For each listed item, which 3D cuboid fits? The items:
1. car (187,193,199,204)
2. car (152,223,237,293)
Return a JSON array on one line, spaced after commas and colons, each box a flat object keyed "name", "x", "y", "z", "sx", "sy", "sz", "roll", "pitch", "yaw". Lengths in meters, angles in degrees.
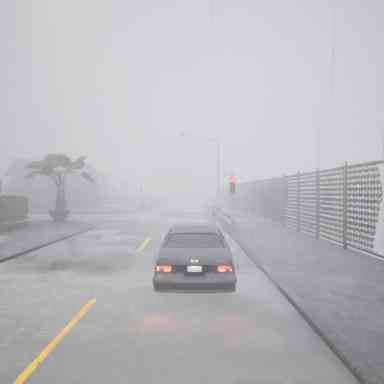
[{"name": "car", "x": 0.163, "y": 1.221, "z": 65.176, "sx": 2.150, "sy": 2.045, "sz": 5.566, "roll": 0, "pitch": 0, "yaw": 0}, {"name": "car", "x": 0.072, "y": 1.547, "z": 8.996, "sx": 2.033, "sy": 1.411, "sz": 5.357, "roll": 0, "pitch": 0, "yaw": 1}]
